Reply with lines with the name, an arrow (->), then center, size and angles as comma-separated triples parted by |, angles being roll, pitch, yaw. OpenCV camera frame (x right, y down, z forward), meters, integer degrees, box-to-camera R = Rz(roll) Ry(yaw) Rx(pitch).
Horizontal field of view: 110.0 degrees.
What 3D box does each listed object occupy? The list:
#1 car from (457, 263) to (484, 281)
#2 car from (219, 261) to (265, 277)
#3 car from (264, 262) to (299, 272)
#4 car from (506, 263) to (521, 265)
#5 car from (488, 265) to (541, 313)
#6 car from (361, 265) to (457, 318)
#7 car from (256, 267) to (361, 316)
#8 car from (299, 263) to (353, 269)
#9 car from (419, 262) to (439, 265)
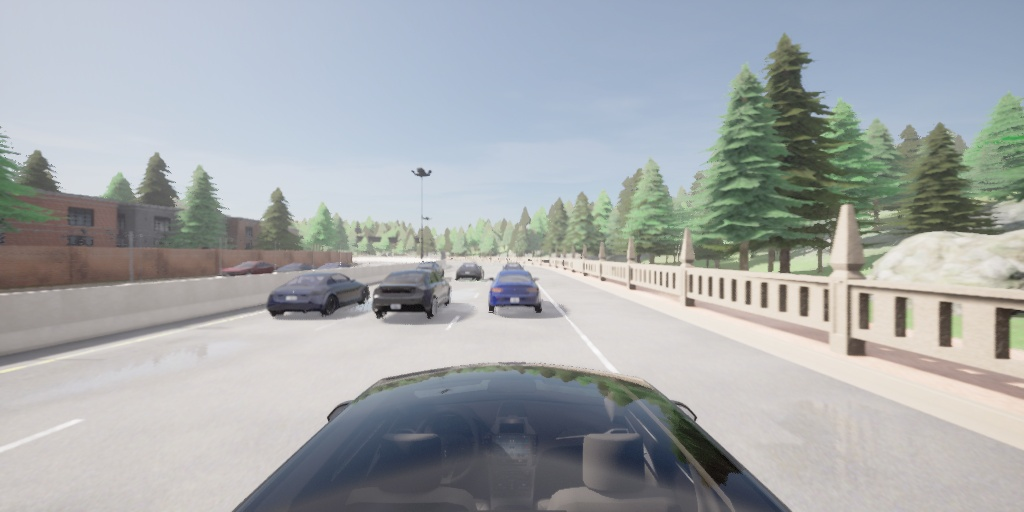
car -> -3.397, 1.240, 29.444 | 1.994, 1.385, 4.181 | 0, 0, 0
car -> -21.092, 1.154, 29.060 | 1.882, 1.535, 5.008 | 0, 0, 0
car -> -17.591, 1.240, 29.282 | 1.994, 1.385, 4.181 | 0, 0, 0
car -> 0.104, 1.239, 29.736 | 1.994, 1.385, 4.181 | 0, 0, 0
car -> 0.087, 1.243, 13.796 | 1.812, 1.442, 4.674 | 0, 0, 0
car -> -3.397, 1.225, 12.899 | 1.837, 1.490, 4.892 | 0, 0, 0
car -> -6.899, 1.283, 13.230 | 1.994, 1.385, 4.181 | 0, 0, 0
car -> -14.095, 1.226, 28.455 | 2.033, 1.411, 5.357 | 0, 0, 0
car -> -6.910, 1.200, 29.982 | 1.812, 1.442, 4.674 | 0, 0, 0
